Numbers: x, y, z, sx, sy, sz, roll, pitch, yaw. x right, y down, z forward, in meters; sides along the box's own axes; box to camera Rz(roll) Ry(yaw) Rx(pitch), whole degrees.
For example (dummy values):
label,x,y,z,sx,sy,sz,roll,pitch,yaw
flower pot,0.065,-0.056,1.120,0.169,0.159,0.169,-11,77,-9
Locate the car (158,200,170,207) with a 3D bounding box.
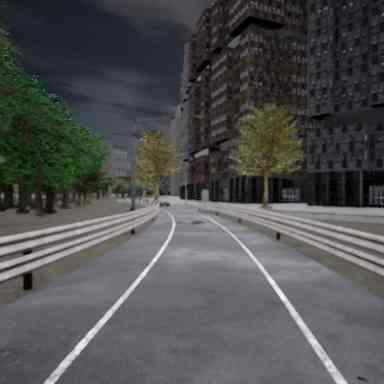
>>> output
label,x,y,z,sx,sy,sz,roll,pitch,yaw
car,-5.485,2.149,62.097,1.895,1.301,4.718,1,-1,-17
